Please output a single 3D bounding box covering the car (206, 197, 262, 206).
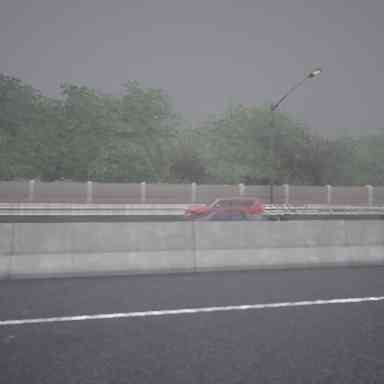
[{"bbox_3d":[2.284,1.393,23.086,5.566,2.045,2.150,1,0,-12],"label":"car"}]

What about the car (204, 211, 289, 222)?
[{"bbox_3d":[3.216,1.734,16.130,4.718,1.301,1.895,1,0,-12],"label":"car"}]

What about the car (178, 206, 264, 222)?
[{"bbox_3d":[1.846,1.691,19.424,5.357,1.411,2.033,1,0,-12],"label":"car"}]
